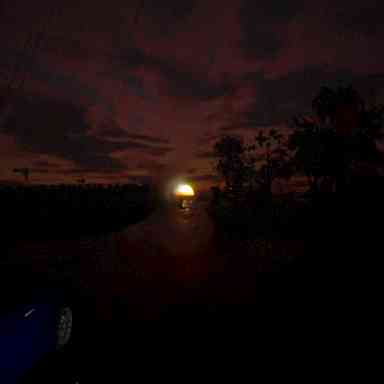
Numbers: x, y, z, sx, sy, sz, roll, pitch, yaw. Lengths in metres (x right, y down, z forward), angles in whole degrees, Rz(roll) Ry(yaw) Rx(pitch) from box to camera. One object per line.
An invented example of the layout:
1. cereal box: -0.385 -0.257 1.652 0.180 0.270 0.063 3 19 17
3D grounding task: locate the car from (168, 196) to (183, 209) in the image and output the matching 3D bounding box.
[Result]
1. car: -2.680 1.649 55.101 2.150 2.045 5.566 0 -1 0

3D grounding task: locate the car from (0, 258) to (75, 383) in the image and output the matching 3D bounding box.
1. car: -2.744 1.563 3.565 1.812 1.442 4.674 0 -1 0
